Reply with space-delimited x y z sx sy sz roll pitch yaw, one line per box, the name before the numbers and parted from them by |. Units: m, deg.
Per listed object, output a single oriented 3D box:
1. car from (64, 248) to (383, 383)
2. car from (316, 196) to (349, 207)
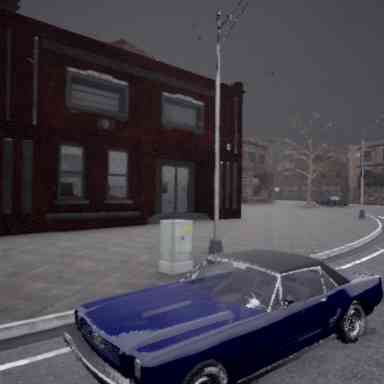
car | 0.776 1.596 4.767 4.718 1.301 1.895 0 0 -38
car | 18.664 1.266 44.496 2.033 1.411 5.357 1 1 -7
